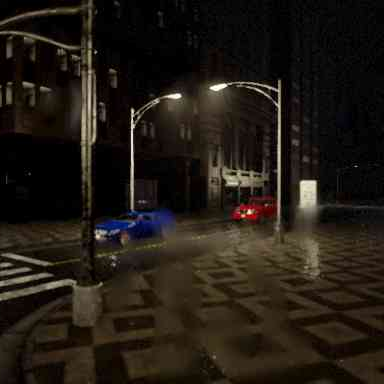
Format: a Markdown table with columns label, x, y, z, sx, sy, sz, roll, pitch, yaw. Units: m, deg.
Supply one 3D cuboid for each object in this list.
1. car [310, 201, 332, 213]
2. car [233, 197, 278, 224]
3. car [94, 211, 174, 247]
| label | x | y | z | sx | sy | sz | roll | pitch | yaw |
| --- | --- | --- | --- | --- | --- | --- | --- | --- | --- |
| car | 17.045 | 1.934 | 43.881 | 1.812 | 1.442 | 4.674 | 0 | 0 | 36 |
| car | 5.555 | 1.492 | 27.940 | 2.150 | 2.045 | 5.566 | 0 | 0 | 36 |
| car | -2.736 | 1.695 | 16.329 | 1.812 | 1.442 | 4.674 | 0 | 0 | 36 |
